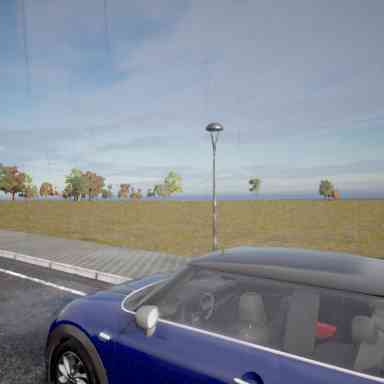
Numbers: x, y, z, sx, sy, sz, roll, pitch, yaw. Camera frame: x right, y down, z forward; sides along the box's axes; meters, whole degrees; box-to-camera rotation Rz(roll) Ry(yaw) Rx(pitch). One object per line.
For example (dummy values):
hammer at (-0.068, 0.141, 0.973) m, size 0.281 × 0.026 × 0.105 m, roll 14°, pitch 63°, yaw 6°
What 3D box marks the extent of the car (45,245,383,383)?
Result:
car at (0.541, 1.353, 3.328) m, size 4.553 × 1.767 × 2.097 m, roll 0°, pitch 0°, yaw 36°
